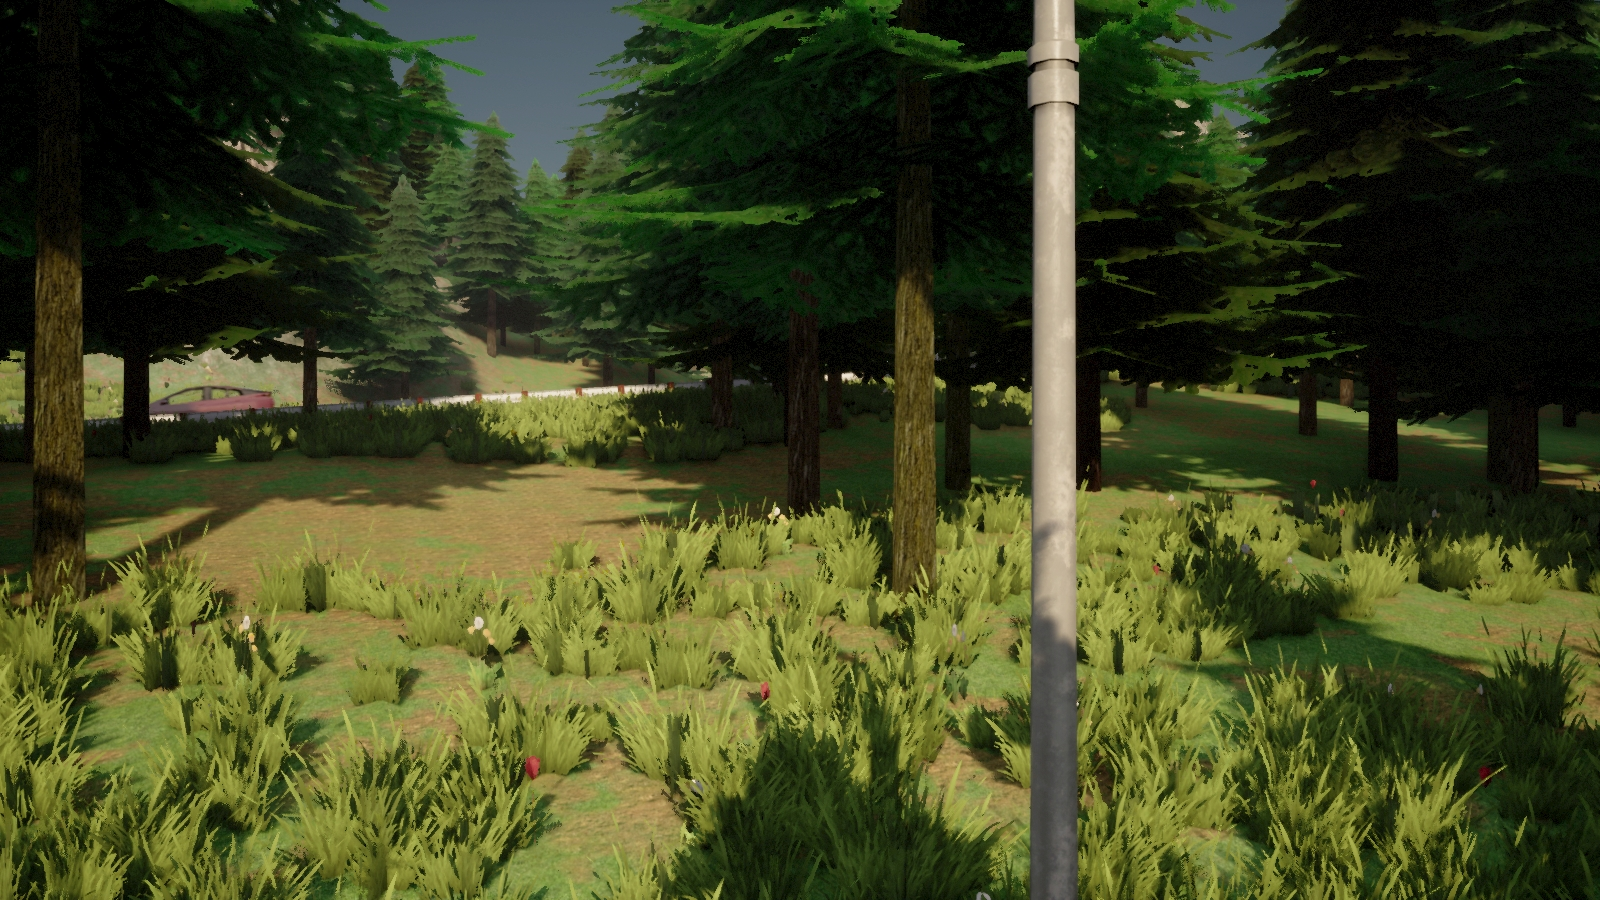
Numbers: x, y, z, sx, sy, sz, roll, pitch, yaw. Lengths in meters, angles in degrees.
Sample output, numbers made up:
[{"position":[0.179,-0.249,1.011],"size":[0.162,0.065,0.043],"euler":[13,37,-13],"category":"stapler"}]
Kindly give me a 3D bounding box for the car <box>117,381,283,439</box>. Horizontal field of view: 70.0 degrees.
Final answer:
[{"position":[-19.287,-1.280,36.812],"size":[4.514,1.525,2.007],"euler":[-5,2,-29],"category":"car"}]
